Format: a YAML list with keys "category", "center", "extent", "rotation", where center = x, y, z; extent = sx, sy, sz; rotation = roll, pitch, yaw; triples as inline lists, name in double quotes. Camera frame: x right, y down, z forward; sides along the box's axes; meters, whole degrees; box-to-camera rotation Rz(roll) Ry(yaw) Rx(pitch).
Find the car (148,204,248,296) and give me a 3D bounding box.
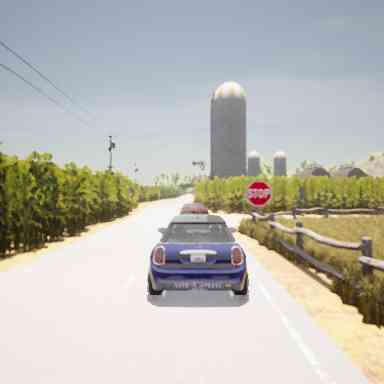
- category: "car"
  center: [0.135, 1.351, 8.785]
  extent: [2.097, 1.767, 4.553]
  rotation: [0, 0, 0]
